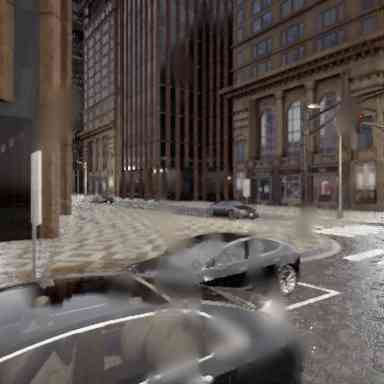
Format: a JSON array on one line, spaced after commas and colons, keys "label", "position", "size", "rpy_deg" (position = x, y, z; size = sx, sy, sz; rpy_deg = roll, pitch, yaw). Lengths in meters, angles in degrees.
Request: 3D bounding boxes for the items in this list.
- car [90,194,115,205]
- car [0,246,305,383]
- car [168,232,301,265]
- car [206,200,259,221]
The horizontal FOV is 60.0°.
[{"label": "car", "position": [-12.222, 0.914, 45.091], "size": [2.033, 1.411, 5.357], "rpy_deg": [0, 1, -36]}, {"label": "car", "position": [-1.208, 1.507, 2.391], "size": [4.892, 1.490, 1.837], "rpy_deg": [0, 0, -36]}, {"label": "car", "position": [0.518, 1.567, 7.023], "size": [4.313, 1.339, 1.947], "rpy_deg": [0, 0, -36]}, {"label": "car", "position": [2.884, 1.308, 24.179], "size": [1.994, 1.385, 4.181], "rpy_deg": [0, 1, -36]}]
